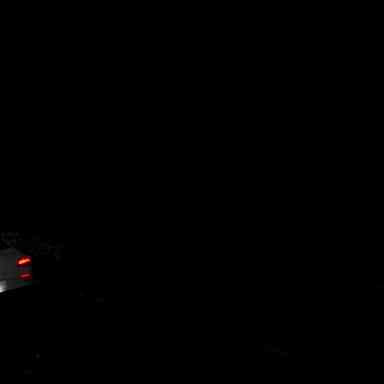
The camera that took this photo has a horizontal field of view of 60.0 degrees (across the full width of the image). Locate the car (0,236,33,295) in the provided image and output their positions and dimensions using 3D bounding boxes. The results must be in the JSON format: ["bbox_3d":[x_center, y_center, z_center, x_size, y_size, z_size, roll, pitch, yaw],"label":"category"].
[{"bbox_3d":[-5.348,1.529,7.436,4.674,1.442,1.812,0,0,37],"label":"car"}]
